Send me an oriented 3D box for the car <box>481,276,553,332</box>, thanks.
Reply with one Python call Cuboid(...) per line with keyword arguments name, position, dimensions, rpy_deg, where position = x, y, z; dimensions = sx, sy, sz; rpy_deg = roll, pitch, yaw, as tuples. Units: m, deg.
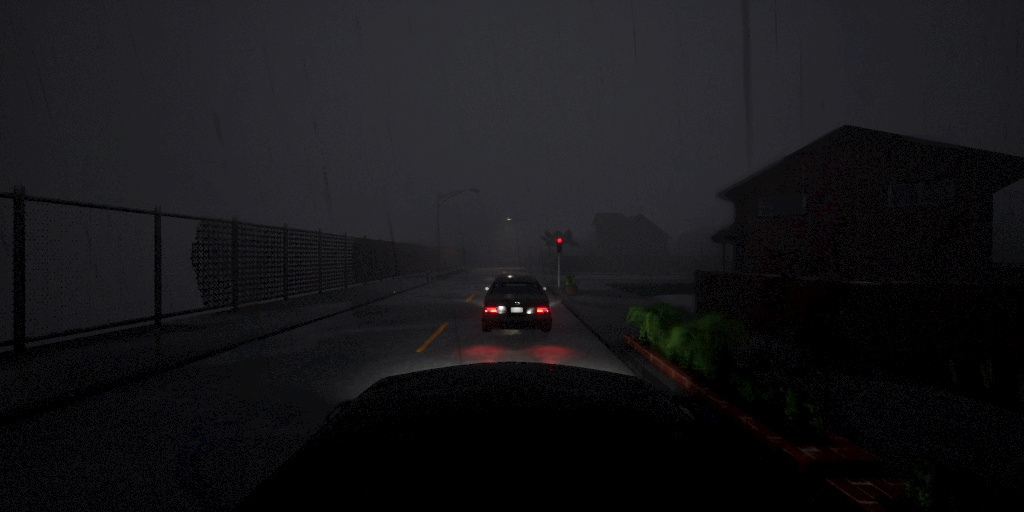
Cuboid(name="car", position=(0.118, 1.297, 10.825), dimensions=(2.033, 1.411, 5.357), rpy_deg=(0, 0, 0))
